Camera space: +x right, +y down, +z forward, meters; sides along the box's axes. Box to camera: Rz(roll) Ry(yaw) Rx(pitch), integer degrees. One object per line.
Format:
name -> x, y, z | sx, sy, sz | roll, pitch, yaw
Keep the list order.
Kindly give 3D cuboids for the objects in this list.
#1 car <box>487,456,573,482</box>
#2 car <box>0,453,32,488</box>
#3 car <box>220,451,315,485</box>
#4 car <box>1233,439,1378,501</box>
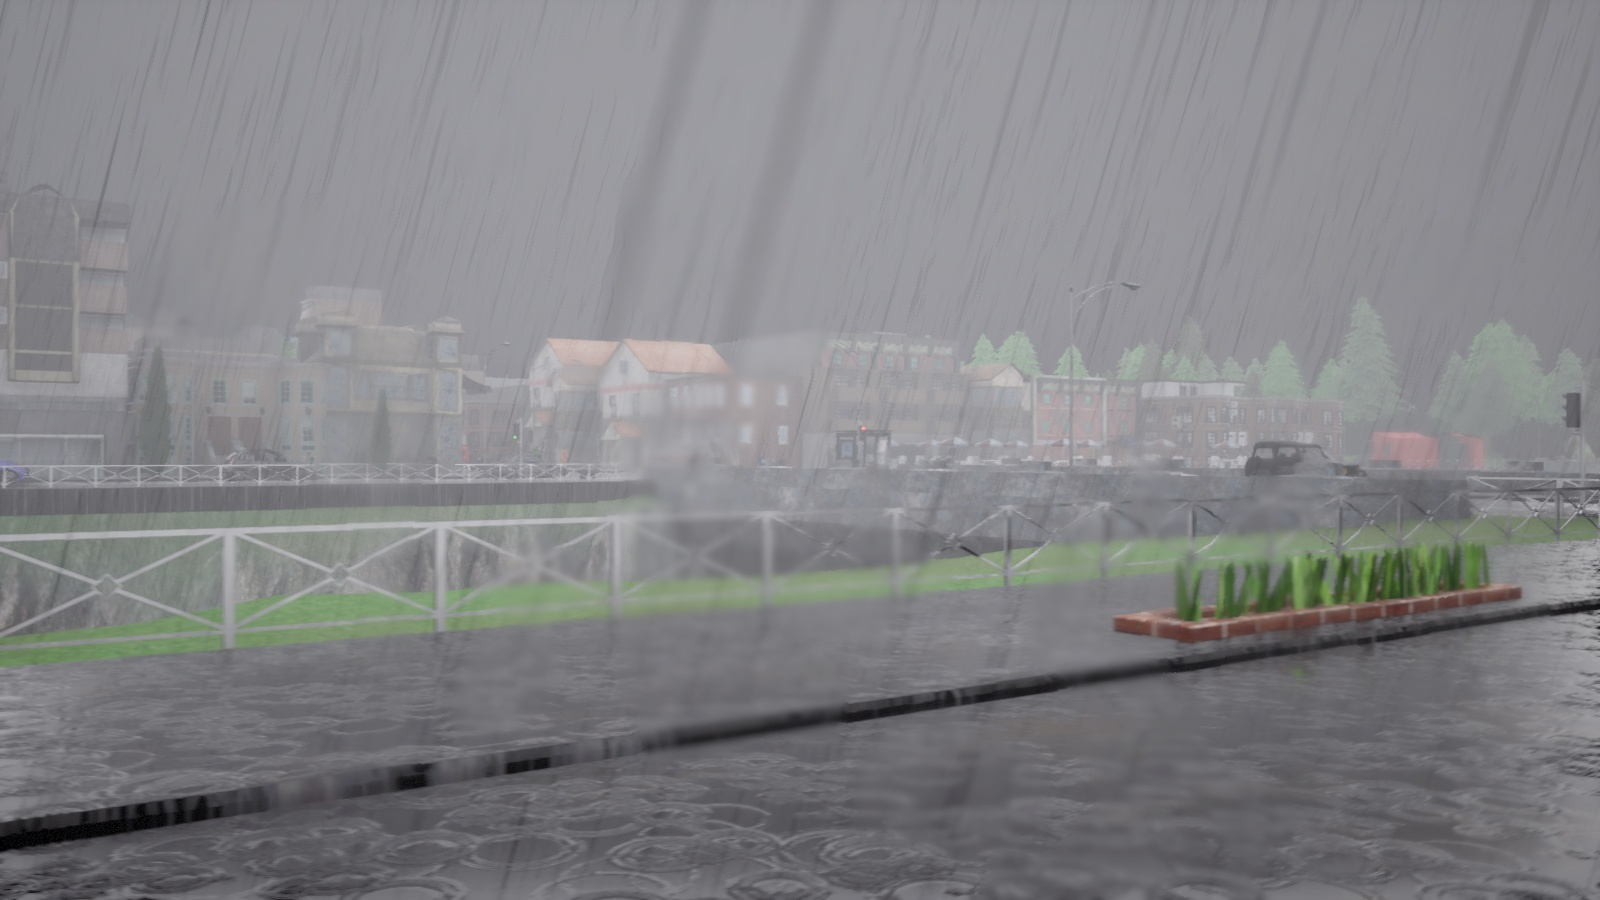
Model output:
car -> -14.868, 1.009, 69.106 | 4.181, 1.385, 1.994 | 0, 0, -35
car -> -35.991, 0.901, 54.412 | 4.514, 1.525, 2.007 | 0, 0, -35
car -> -26.018, 0.848, 61.358 | 3.988, 1.617, 1.851 | 0, 0, -35
car -> 16.065, 0.605, 40.032 | 1.905, 1.878, 3.866 | 0, 0, -35
